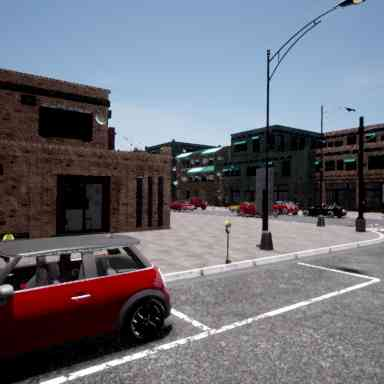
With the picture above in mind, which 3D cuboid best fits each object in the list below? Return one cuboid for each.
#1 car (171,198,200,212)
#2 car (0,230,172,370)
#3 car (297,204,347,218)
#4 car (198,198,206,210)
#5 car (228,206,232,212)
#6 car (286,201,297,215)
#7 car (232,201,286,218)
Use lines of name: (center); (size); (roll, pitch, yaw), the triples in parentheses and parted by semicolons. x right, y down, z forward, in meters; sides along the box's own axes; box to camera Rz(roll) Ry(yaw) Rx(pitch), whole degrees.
car: (-1.414, 1.841, 43.192); (1.812, 1.442, 4.674); (1, -1, -35)
car: (-2.409, 1.440, 4.826); (4.097, 1.590, 1.967); (0, 1, -36)
car: (12.938, 1.812, 32.664); (1.947, 1.339, 4.313); (0, -1, -35)
car: (0.277, 1.773, 50.893); (2.192, 1.841, 5.009); (0, -1, -35)
car: (6.510, 1.879, 41.917); (1.752, 1.417, 4.829); (0, -1, -35)
car: (9.773, 1.739, 37.222); (1.967, 1.590, 4.097); (0, -1, -35)
car: (6.312, 1.711, 32.063); (1.812, 1.442, 4.674); (1, -1, -35)
